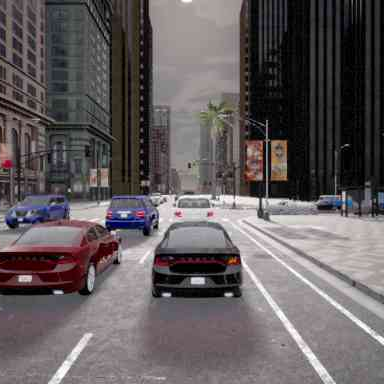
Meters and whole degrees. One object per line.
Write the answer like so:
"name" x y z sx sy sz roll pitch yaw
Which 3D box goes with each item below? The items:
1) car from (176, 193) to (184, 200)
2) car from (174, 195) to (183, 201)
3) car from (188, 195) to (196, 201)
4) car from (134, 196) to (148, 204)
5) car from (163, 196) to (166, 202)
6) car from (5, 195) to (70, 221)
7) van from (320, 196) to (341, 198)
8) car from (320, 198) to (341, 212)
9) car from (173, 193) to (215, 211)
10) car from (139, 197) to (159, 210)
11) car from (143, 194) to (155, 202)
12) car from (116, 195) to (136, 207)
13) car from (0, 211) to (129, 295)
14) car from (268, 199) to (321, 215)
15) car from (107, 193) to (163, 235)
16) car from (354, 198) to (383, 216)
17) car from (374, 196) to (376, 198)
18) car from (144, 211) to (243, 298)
"car" -3.274 1.193 91.995 2.097 1.767 4.553 0 0 0
"car" -3.272 1.496 81.605 1.837 1.490 4.892 0 0 0
"car" -0.022 1.505 83.199 1.837 1.490 4.892 0 0 0
"car" -9.815 1.528 64.335 1.812 1.442 4.674 0 0 1
"car" -6.590 1.225 60.630 2.150 2.045 5.566 0 0 0
"car" -9.845 1.221 21.811 2.150 2.045 5.566 0 0 0
"van" 17.056 1.314 39.756 3.998 1.788 1.690 0 0 0
"car" 14.235 1.583 37.093 4.718 1.301 1.895 0 0 0
"car" 0.097 1.221 18.533 2.150 2.045 5.566 0 0 0
"car" -5.684 1.492 43.951 2.128 1.511 4.902 0 0 -13
"car" -9.770 1.359 76.029 2.097 1.767 4.553 0 0 0
"car" -9.887 1.353 50.340 2.097 1.767 4.553 0 0 1
"car" -3.152 1.477 8.727 1.882 1.535 5.008 0 0 0
"car" 10.216 1.595 33.881 4.718 1.301 1.895 0 0 1
"car" -3.184 1.221 18.592 2.150 2.045 5.566 0 0 2
"car" 17.062 1.548 31.232 4.403 1.369 2.008 0 0 0
"car" 23.993 1.197 37.094 5.566 2.045 2.150 0 0 0
"car" 0.097 1.477 8.573 1.882 1.535 5.008 0 0 0
